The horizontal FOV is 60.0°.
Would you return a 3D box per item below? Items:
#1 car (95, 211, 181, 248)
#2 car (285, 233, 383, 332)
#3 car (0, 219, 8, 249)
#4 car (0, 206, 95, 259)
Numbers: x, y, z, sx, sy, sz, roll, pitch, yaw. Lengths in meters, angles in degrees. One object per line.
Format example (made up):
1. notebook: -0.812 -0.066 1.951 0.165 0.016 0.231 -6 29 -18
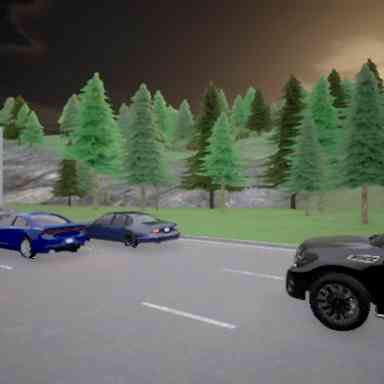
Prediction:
1. car: -3.048 1.554 14.751 5.357 1.411 2.033 0 0 35
2. car: 4.371 1.224 5.173 5.566 2.045 2.150 0 0 35
3. car: -7.283 1.511 9.175 4.892 1.490 1.837 0 0 35
4. car: -6.155 1.485 12.662 5.008 1.535 1.882 0 0 35
